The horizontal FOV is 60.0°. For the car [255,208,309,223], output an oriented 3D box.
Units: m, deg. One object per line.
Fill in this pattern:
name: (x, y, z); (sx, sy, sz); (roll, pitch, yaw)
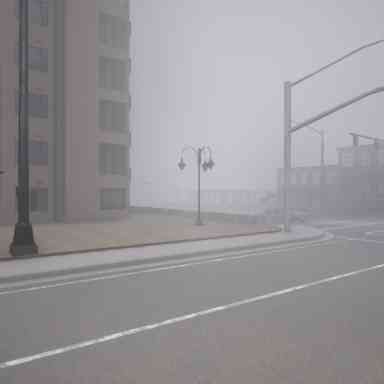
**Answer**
car: (7.985, 2.096, 29.843); (1.895, 1.301, 4.718); (0, -4, -36)

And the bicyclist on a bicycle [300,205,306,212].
bicyclist on a bicycle: (13.605, 2.464, 40.705); (1.656, 1.620, 0.582); (0, -8, -35)
